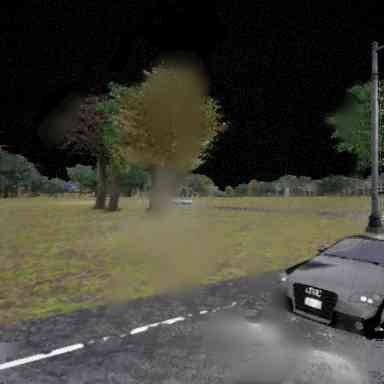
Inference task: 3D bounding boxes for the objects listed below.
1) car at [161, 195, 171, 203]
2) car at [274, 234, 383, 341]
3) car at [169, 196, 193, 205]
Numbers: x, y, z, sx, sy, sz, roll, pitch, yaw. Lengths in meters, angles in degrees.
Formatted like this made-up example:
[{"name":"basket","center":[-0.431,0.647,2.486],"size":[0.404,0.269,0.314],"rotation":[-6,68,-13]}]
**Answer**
[{"name":"car","center":[-5.623,1.404,69.032],"size":[2.097,1.767,4.553],"rotation":[1,0,-34]},{"name":"car","center":[3.525,1.558,6.388],"size":[4.181,1.385,1.994],"rotation":[0,0,-36]},{"name":"car","center":[-1.922,1.789,63.498],"size":[1.895,1.301,4.718],"rotation":[1,-1,-34]}]
